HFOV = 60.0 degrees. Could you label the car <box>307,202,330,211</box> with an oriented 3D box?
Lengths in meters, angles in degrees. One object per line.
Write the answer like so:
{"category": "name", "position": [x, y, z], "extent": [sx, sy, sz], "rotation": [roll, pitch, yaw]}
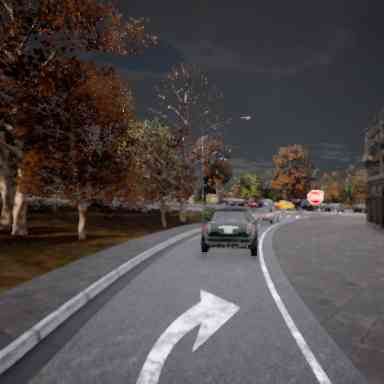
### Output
{"category": "car", "position": [25.720, 2.916, 67.677], "extent": [2.097, 1.535, 5.008], "rotation": [3, -1, -9]}

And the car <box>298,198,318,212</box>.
{"category": "car", "position": [17.086, 2.048, 53.006], "extent": [2.435, 2.045, 5.566], "rotation": [3, -1, -9]}

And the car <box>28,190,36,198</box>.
{"category": "car", "position": [-23.218, 0.172, 45.911], "extent": [2.163, 1.488, 4.792], "rotation": [4, -1, -10]}

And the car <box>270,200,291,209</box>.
{"category": "car", "position": [17.575, 2.503, 66.508], "extent": [1.946, 1.575, 5.366], "rotation": [3, -1, -9]}

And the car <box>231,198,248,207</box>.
{"category": "car", "position": [9.235, 2.027, 64.927], "extent": [2.002, 1.452, 4.674], "rotation": [4, -1, -9]}

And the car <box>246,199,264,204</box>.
{"category": "car", "position": [8.841, 1.794, 51.627], "extent": [2.163, 1.488, 4.792], "rotation": [4, -1, -9]}

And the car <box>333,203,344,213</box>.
{"category": "car", "position": [22.563, 2.638, 53.863], "extent": [2.163, 1.488, 4.792], "rotation": [3, -1, -9]}

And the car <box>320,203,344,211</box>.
{"category": "car", "position": [28.595, 3.042, 68.158], "extent": [2.231, 1.521, 4.892], "rotation": [3, -1, -9]}

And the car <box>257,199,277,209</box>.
{"category": "car", "position": [14.822, 2.342, 66.047], "extent": [1.946, 1.575, 5.366], "rotation": [3, -1, -9]}

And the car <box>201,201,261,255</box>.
{"category": "car", "position": [1.709, 1.434, 14.005], "extent": [2.097, 1.767, 4.553], "rotation": [0, -1, 11]}

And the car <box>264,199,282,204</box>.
{"category": "car", "position": [11.593, 1.825, 52.090], "extent": [2.185, 1.767, 4.553], "rotation": [4, -1, -9]}

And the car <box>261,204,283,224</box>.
{"category": "car", "position": [6.128, 1.918, 27.951], "extent": [1.895, 1.301, 4.718], "rotation": [0, -1, 23]}

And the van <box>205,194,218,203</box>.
{"category": "van", "position": [3.901, 1.398, 63.905], "extent": [1.878, 1.987, 4.442], "rotation": [4, 0, -10]}

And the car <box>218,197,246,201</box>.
{"category": "car", "position": [6.111, 1.607, 51.111], "extent": [2.163, 1.488, 4.792], "rotation": [4, -1, -9]}

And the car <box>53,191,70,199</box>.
{"category": "car", "position": [-22.787, 0.389, 59.272], "extent": [2.097, 1.535, 5.008], "rotation": [4, -1, -10]}

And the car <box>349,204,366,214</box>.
{"category": "car", "position": [28.069, 2.749, 54.783], "extent": [2.185, 1.767, 4.553], "rotation": [3, -1, -9]}

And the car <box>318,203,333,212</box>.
{"category": "car", "position": [19.824, 2.460, 53.428], "extent": [2.231, 1.521, 4.892], "rotation": [3, -1, -9]}

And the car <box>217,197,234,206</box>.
{"category": "car", "position": [6.494, 1.841, 64.469], "extent": [2.002, 1.452, 4.674], "rotation": [4, -1, -9]}

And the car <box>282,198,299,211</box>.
{"category": "car", "position": [14.326, 2.129, 52.510], "extent": [2.097, 1.535, 5.008], "rotation": [3, -1, -9]}

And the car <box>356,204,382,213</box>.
{"category": "car", "position": [36.742, 3.342, 69.339], "extent": [1.946, 1.575, 5.366], "rotation": [2, -1, -9]}

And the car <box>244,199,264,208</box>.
{"category": "car", "position": [12.097, 2.204, 65.433], "extent": [2.163, 1.488, 4.792], "rotation": [4, -1, -9]}
